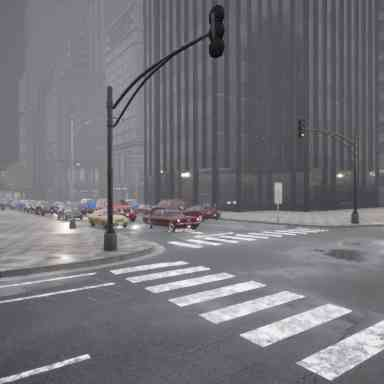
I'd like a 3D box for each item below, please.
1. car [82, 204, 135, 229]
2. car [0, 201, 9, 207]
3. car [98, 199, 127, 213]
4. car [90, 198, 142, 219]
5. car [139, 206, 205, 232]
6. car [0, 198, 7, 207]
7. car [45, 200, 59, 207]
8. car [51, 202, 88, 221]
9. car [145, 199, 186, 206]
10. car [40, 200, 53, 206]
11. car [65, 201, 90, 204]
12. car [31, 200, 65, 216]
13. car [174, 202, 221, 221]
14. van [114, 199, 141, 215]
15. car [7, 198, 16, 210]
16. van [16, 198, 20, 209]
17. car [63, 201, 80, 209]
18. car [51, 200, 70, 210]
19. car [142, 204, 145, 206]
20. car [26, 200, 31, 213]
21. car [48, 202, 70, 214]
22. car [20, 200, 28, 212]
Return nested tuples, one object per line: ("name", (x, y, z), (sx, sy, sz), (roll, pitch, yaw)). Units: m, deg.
("car", (-6.215, 1.843, 24.420), (1.752, 1.417, 4.829), (-1, 0, -35))
("car", (-44.319, 2.770, 78.102), (1.802, 1.307, 4.206), (-1, 0, -35))
("car", (-11.118, 1.874, 46.093), (2.192, 1.841, 5.009), (-1, 0, -35))
("car", (-7.011, 1.598, 30.161), (2.150, 2.045, 5.566), (0, -1, -35))
("car", (-1.458, 1.846, 22.337), (1.895, 1.301, 4.718), (0, -1, -35))
("car", (-41.208, 2.665, 73.717), (1.887, 1.381, 4.507), (-1, 0, -35))
("car", (-31.649, 2.593, 74.980), (1.947, 1.339, 4.313), (-1, 0, -35))
("car", (-11.969, 2.003, 32.527), (2.008, 1.369, 4.403), (-1, 0, -35))
("car", (-2.299, 1.667, 33.638), (2.192, 1.841, 5.009), (-1, 0, -35))
("car", (-34.661, 2.659, 79.223), (1.947, 1.339, 4.313), (-1, 0, -35))
("car", (-12.934, 2.062, 38.513), (2.033, 1.411, 5.357), (0, -1, -35))
("car", (-17.631, 1.900, 40.495), (2.192, 1.841, 5.009), (-1, 0, -35))
("car", (0.646, 1.828, 29.486), (1.887, 1.381, 4.507), (-1, 0, -35))
("van", (-8.178, 1.831, 41.941), (1.690, 1.788, 3.998), (-1, 0, -35))
("car", (-31.872, 2.353, 60.561), (1.967, 1.590, 4.097), (-1, 0, -35))
("van", (-26.114, 2.122, 52.448), (1.690, 1.788, 3.998), (-1, 0, -35))
("car", (-22.615, 2.405, 62.253), (1.802, 1.307, 4.206), (-1, 0, -35))
("car", (-22.977, 2.270, 58.005), (1.882, 1.535, 5.008), (0, -1, -35))
("car", (-5.232, 2.003, 37.789), (1.802, 1.307, 4.206), (-1, 0, -35))
("car", (-20.454, 2.195, 44.480), (1.887, 1.381, 4.507), (-1, 0, -35))
("car", (-18.779, 2.177, 46.819), (1.812, 1.442, 4.674), (0, -1, -35))
("car", (-23.284, 2.156, 48.463), (1.967, 1.590, 4.097), (-1, 0, -35))
